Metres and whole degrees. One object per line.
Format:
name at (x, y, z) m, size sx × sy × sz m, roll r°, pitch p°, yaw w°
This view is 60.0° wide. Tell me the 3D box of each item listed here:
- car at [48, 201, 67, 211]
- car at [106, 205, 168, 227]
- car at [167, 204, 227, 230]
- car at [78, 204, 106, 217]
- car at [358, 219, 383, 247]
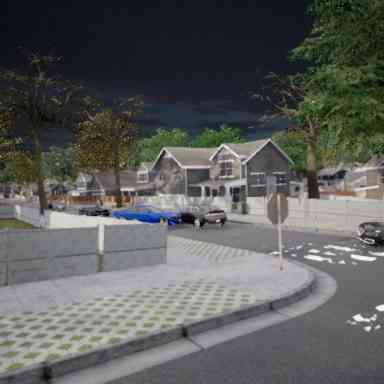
car at (-19.029, 1.961, 46.548) m, size 2.128 × 1.511 × 4.902 m, roll -3°, pitch 1°, yaw -35°
car at (-3.142, 1.666, 23.077) m, size 5.008 × 1.535 × 1.882 m, roll -1°, pitch -1°, yaw 21°
car at (0.473, 1.572, 22.462) m, size 2.128 × 1.511 × 4.902 m, roll -3°, pitch 1°, yaw -27°
car at (-9.762, 1.908, 33.211) m, size 1.895 × 1.301 × 4.718 m, roll -3°, pitch 1°, yaw -35°
car at (9.164, 1.462, 12.944) m, size 4.892 × 1.490 × 1.837 m, roll 0°, pitch 5°, yaw 13°
